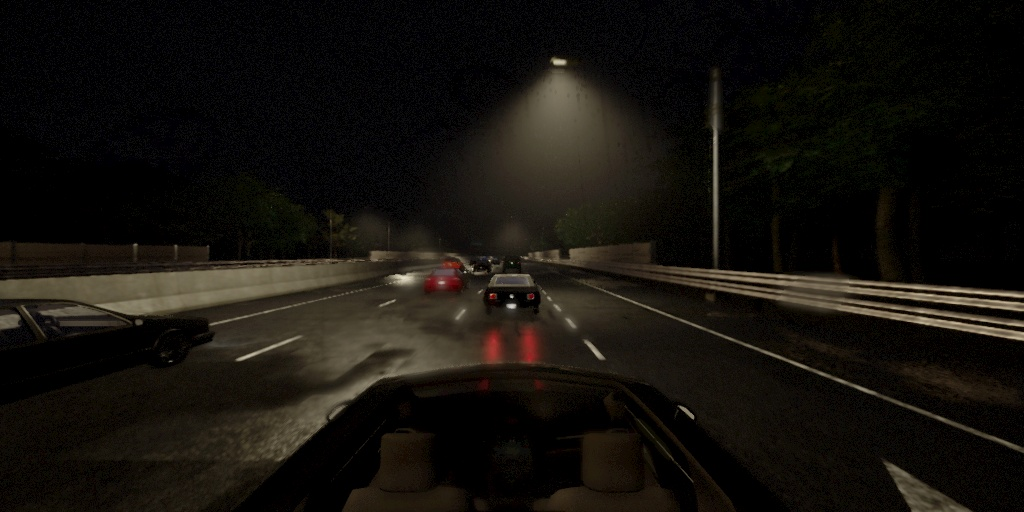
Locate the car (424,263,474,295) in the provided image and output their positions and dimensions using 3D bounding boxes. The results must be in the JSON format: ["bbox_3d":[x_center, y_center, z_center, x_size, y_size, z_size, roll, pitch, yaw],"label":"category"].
[{"bbox_3d":[-3.498,1.299,19.817,1.994,1.385,4.181,0,0,0],"label":"car"}]

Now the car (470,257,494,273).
[{"bbox_3d":[-3.498,1.158,43.077,1.882,1.535,5.008,0,0,0],"label":"car"}]

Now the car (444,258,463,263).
[{"bbox_3d":[-6.999,1.032,43.005,2.097,1.767,4.553,0,0,0],"label":"car"}]

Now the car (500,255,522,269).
[{"bbox_3d":[0.001,0.902,43.114,2.150,2.045,5.566,0,0,0],"label":"car"}]

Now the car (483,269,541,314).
[{"bbox_3d":[0.000,1.343,13.845,1.895,1.301,4.718,0,0,0],"label":"car"}]

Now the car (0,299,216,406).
[{"bbox_3d":[-7.001,1.297,4.827,2.033,1.411,5.357,0,0,0],"label":"car"}]
